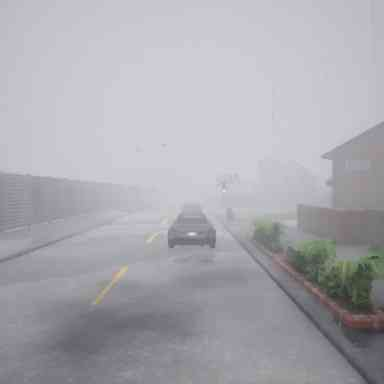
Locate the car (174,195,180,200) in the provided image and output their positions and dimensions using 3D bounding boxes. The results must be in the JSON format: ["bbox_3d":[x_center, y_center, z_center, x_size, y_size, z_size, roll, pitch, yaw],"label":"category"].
[{"bbox_3d":[-3.984,1.536,90.601,2.033,1.411,5.357,0,0,0],"label":"car"}]

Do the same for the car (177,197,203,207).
[{"bbox_3d":[0.000,1.492,29.650,2.128,1.511,4.902,0,0,0],"label":"car"}]

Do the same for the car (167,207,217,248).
[{"bbox_3d":[0.000,1.569,14.650,1.994,1.385,4.181,0,0,0],"label":"car"}]
